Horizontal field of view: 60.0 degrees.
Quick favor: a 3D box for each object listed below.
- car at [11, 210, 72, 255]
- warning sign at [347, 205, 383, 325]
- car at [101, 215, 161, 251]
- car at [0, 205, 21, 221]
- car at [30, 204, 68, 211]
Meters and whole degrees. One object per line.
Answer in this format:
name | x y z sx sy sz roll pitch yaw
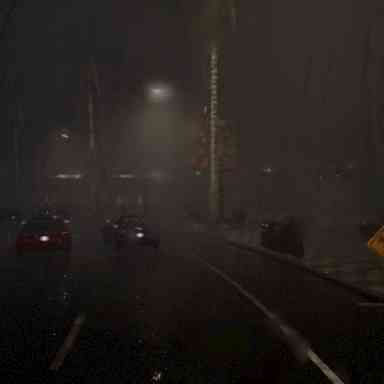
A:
car | -6.228 1.706 14.117 1.994 1.385 4.181 0 -1 -23
warning sign | 3.621 1.175 5.773 1.300 1.860 1.060 0 -1 -7
car | -2.883 1.717 15.191 1.994 1.385 4.181 0 -1 -23
car | -15.435 1.796 27.164 4.674 1.442 1.812 0 -1 42
car | -12.645 1.786 29.351 4.902 1.511 2.128 0 -1 43
